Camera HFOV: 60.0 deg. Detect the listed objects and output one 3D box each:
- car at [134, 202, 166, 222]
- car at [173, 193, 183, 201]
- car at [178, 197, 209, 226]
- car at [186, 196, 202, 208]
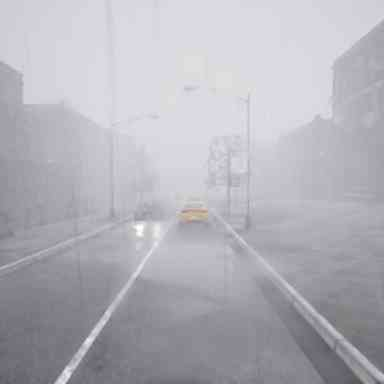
[{"bbox_3d":[-3.048,1.430,24.787,1.994,1.385,4.181,0,0,0],"label":"car"},{"bbox_3d":[-2.696,1.055,66.091,1.837,1.490,4.892,0,0,1],"label":"car"},{"bbox_3d":[0.154,1.358,22.546,1.882,1.535,5.008,0,0,0],"label":"car"},{"bbox_3d":[0.266,1.296,42.623,1.994,1.385,4.181,0,0,0],"label":"car"}]
